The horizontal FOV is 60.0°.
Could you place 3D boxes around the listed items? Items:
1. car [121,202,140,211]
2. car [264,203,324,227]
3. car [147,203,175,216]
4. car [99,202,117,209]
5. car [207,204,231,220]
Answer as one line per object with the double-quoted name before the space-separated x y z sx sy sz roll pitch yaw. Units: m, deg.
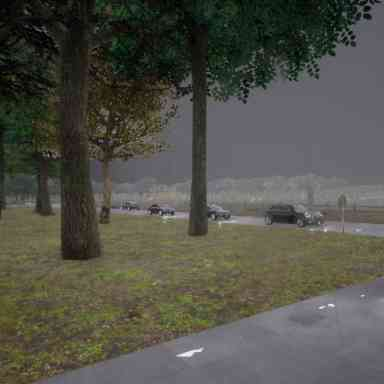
"car" -10.638 2.434 57.146 1.837 1.490 4.892 -1 0 -35
"car" 7.820 1.687 25.698 2.097 1.767 4.553 -1 0 -35
"car" -3.994 2.213 42.564 1.837 1.490 4.892 -1 0 -35
"car" -16.586 2.652 65.620 2.033 1.411 5.357 -1 0 -35
"car" 1.953 2.028 34.069 1.837 1.490 4.892 -1 0 -35
